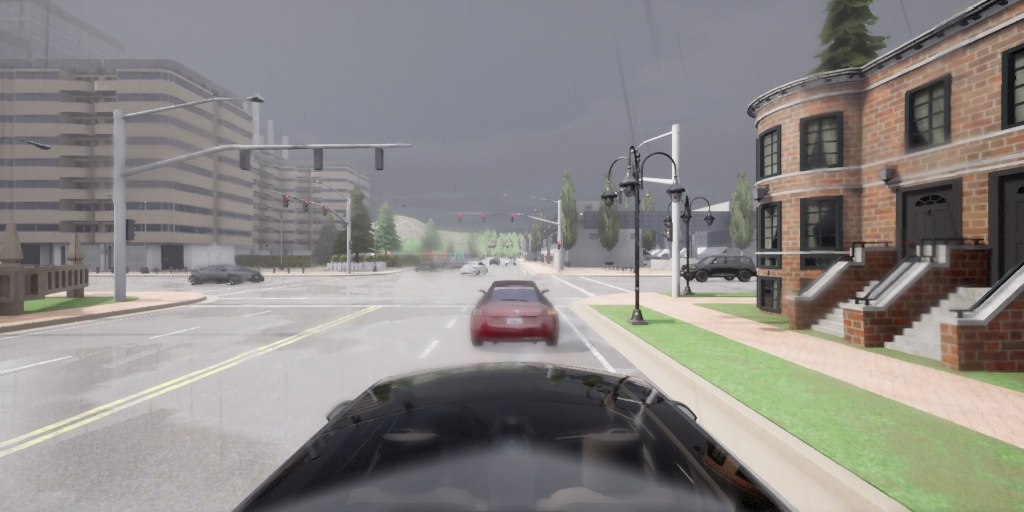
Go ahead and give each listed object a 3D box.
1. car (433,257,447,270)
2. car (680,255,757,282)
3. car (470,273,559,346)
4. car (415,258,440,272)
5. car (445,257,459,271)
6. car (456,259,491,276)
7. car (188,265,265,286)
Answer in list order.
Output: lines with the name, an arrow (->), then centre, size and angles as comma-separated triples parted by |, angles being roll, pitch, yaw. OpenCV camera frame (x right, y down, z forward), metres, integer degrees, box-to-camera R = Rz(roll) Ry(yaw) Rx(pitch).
car -> -10.797, 1.254, 53.728 | 1.837, 1.490, 4.892 | 0, 0, 0
car -> 16.085, 0.971, 28.106 | 5.566, 2.045, 2.150 | 0, 0, -1
car -> 0.056, 1.314, 9.396 | 1.994, 1.385, 4.181 | 0, 0, 0
car -> -10.766, 1.314, 45.074 | 1.994, 1.385, 4.181 | 0, 0, 0
car -> -7.272, 1.255, 48.128 | 1.837, 1.490, 4.892 | 0, 0, 0
car -> -3.904, 1.275, 37.345 | 1.812, 1.442, 4.674 | 0, 0, 11
car -> -19.502, 1.314, 24.608 | 4.181, 1.385, 1.994 | 0, 0, 0
